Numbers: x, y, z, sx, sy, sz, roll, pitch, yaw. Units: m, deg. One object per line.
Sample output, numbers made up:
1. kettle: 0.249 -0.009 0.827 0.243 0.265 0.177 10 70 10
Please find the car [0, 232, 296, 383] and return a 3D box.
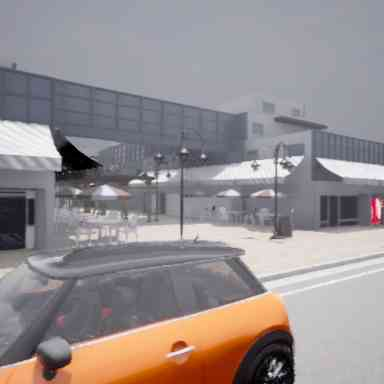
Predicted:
1. car: -1.104 1.358 3.208 4.553 1.767 2.097 1 0 -35
